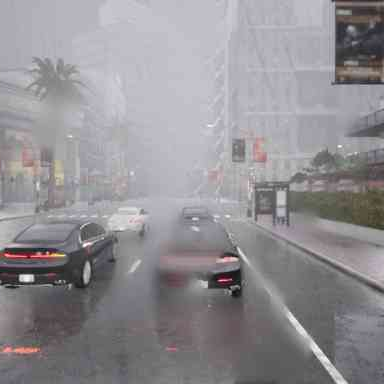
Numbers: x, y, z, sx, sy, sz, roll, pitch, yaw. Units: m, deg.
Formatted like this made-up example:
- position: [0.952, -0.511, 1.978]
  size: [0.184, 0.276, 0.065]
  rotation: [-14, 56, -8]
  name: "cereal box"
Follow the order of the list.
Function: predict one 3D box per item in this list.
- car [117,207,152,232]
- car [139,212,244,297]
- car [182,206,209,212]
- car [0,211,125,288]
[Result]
- position: [-3.325, 1.525, 18.128]
  size: [1.812, 1.442, 4.674]
  rotation: [0, 0, 0]
  name: "car"
- position: [0.145, 1.491, 8.544]
  size: [2.128, 1.511, 4.902]
  rotation: [0, 0, 0]
  name: "car"
- position: [0.174, 1.504, 17.962]
  size: [1.837, 1.490, 4.892]
  rotation: [0, 0, 0]
  name: "car"
- position: [-3.355, 1.505, 9.188]
  size: [1.837, 1.490, 4.892]
  rotation: [0, 0, 0]
  name: "car"
